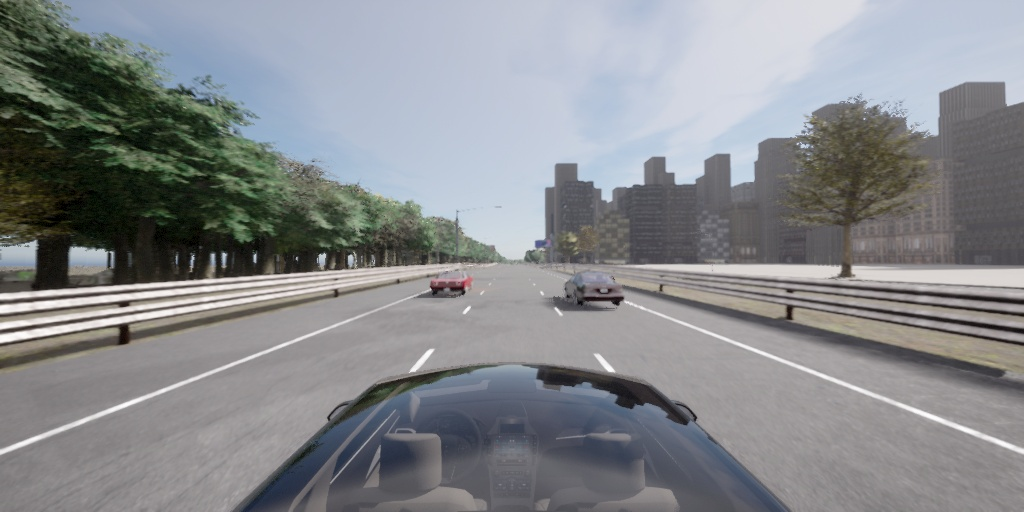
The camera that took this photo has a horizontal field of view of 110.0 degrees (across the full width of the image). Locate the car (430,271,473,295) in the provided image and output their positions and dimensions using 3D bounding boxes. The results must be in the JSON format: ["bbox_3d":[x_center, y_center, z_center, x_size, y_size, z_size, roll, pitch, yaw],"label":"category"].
[{"bbox_3d":[-3.400,1.515,21.092,1.895,1.301,4.718,0,-1,0],"label":"car"}]

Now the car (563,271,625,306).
[{"bbox_3d":[3.601,1.415,16.549,2.033,1.411,5.357,0,0,0],"label":"car"}]
